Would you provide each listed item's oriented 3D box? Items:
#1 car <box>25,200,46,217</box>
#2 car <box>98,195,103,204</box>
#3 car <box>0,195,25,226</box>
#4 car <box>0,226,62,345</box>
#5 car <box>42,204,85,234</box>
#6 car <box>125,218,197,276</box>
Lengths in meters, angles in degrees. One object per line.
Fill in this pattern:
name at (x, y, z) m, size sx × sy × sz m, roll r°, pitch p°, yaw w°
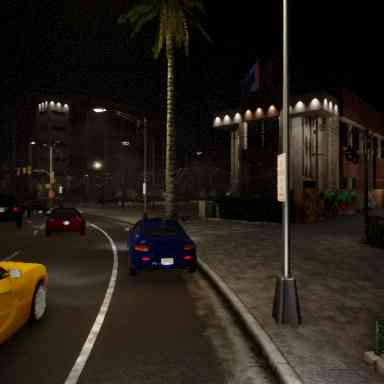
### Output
car at (-14.731, 1.487, 30.698) m, size 1.837 × 1.490 × 4.892 m, roll 0°, pitch -1°, yaw -41°
car at (-14.576, 1.238, 56.454) m, size 4.553 × 1.767 × 2.185 m, roll 0°, pitch 0°, yaw 42°
car at (-12.652, 1.208, 22.156) m, size 2.150 × 2.045 × 5.566 m, roll 0°, pitch 0°, yaw -30°
car at (-3.412, 1.475, 4.016) m, size 1.882 × 1.535 × 5.008 m, roll 0°, pitch 0°, yaw -4°
car at (-7.215, 1.557, 18.850) m, size 1.994 × 1.385 × 4.181 m, roll 0°, pitch 0°, yaw -23°
car at (-1.073, 1.524, 10.346) m, size 1.812 × 1.442 × 4.674 m, roll 0°, pitch 0°, yaw -12°
